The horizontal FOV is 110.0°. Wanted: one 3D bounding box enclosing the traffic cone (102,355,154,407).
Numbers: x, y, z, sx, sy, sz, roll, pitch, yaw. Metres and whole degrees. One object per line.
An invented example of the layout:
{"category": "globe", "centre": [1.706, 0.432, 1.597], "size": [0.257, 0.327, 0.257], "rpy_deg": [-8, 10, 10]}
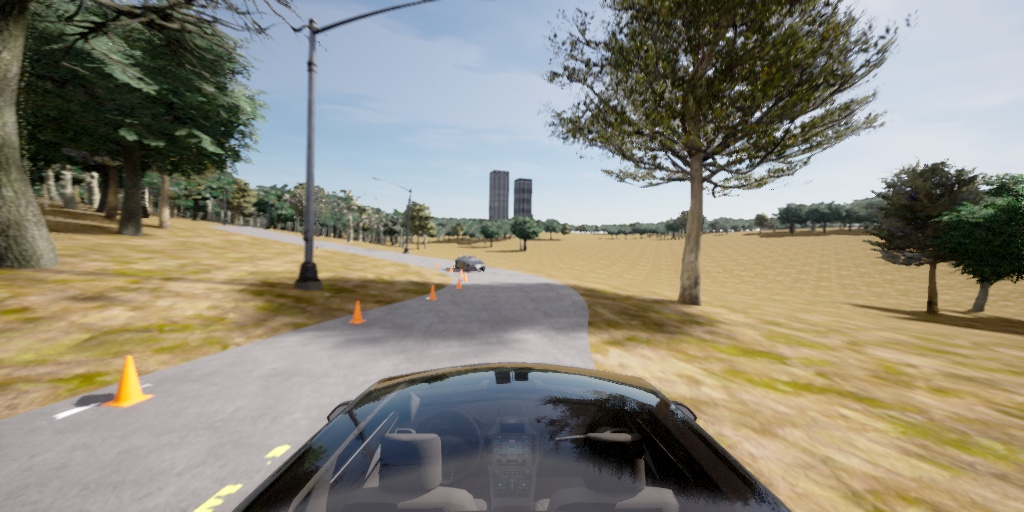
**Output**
{"category": "traffic cone", "centre": [-4.947, 1.577, 4.629], "size": [0.340, 0.580, 0.340], "rpy_deg": [0, 0, 5]}

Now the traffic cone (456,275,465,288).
{"category": "traffic cone", "centre": [-2.848, 1.433, 19.293], "size": [0.340, 0.580, 0.340], "rpy_deg": [0, 0, 1]}

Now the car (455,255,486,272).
{"category": "car", "centre": [-4.073, 0.691, 34.444], "size": [2.128, 1.511, 4.902], "rpy_deg": [0, 2, -27]}

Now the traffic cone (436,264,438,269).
{"category": "traffic cone", "centre": [-7.717, 0.980, 36.817], "size": [0.340, 0.580, 0.340], "rpy_deg": [0, 0, -32]}

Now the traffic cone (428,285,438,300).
{"category": "traffic cone", "centre": [-3.255, 1.472, 14.702], "size": [0.340, 0.580, 0.340], "rpy_deg": [0, 0, 9]}

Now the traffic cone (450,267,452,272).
{"category": "traffic cone", "centre": [-5.565, 1.198, 32.751], "size": [0.340, 0.580, 0.340], "rpy_deg": [0, 0, -24]}

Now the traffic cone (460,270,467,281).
{"category": "traffic cone", "centre": [-3.104, 1.380, 23.896], "size": [0.340, 0.580, 0.340], "rpy_deg": [0, 0, -7]}

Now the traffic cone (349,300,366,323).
{"category": "traffic cone", "centre": [-4.253, 1.513, 9.864], "size": [0.340, 0.580, 0.340], "rpy_deg": [0, 0, 10]}
